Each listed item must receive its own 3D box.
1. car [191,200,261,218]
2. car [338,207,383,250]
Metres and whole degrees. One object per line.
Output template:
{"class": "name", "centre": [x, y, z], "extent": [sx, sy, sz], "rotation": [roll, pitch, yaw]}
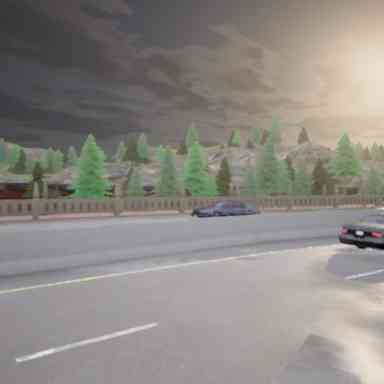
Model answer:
{"class": "car", "centre": [2.654, 1.354, 25.422], "extent": [5.357, 1.411, 2.033], "rotation": [0, 0, -26]}
{"class": "car", "centre": [7.846, 1.402, 12.225], "extent": [5.357, 1.411, 2.033], "rotation": [-1, 0, -26]}
